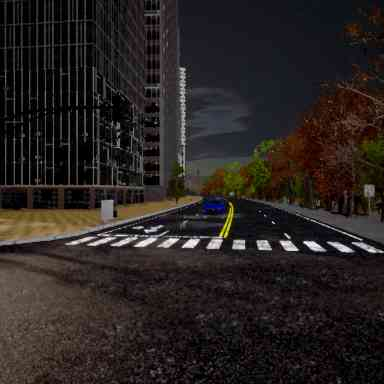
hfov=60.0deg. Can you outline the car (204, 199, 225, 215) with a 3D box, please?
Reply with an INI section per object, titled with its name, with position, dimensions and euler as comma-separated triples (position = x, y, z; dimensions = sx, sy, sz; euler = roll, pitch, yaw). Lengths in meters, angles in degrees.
[car]
position = 2.386, 1.499, 34.425
dimensions = 1.882, 1.535, 5.008
euler = 0, 0, 7
